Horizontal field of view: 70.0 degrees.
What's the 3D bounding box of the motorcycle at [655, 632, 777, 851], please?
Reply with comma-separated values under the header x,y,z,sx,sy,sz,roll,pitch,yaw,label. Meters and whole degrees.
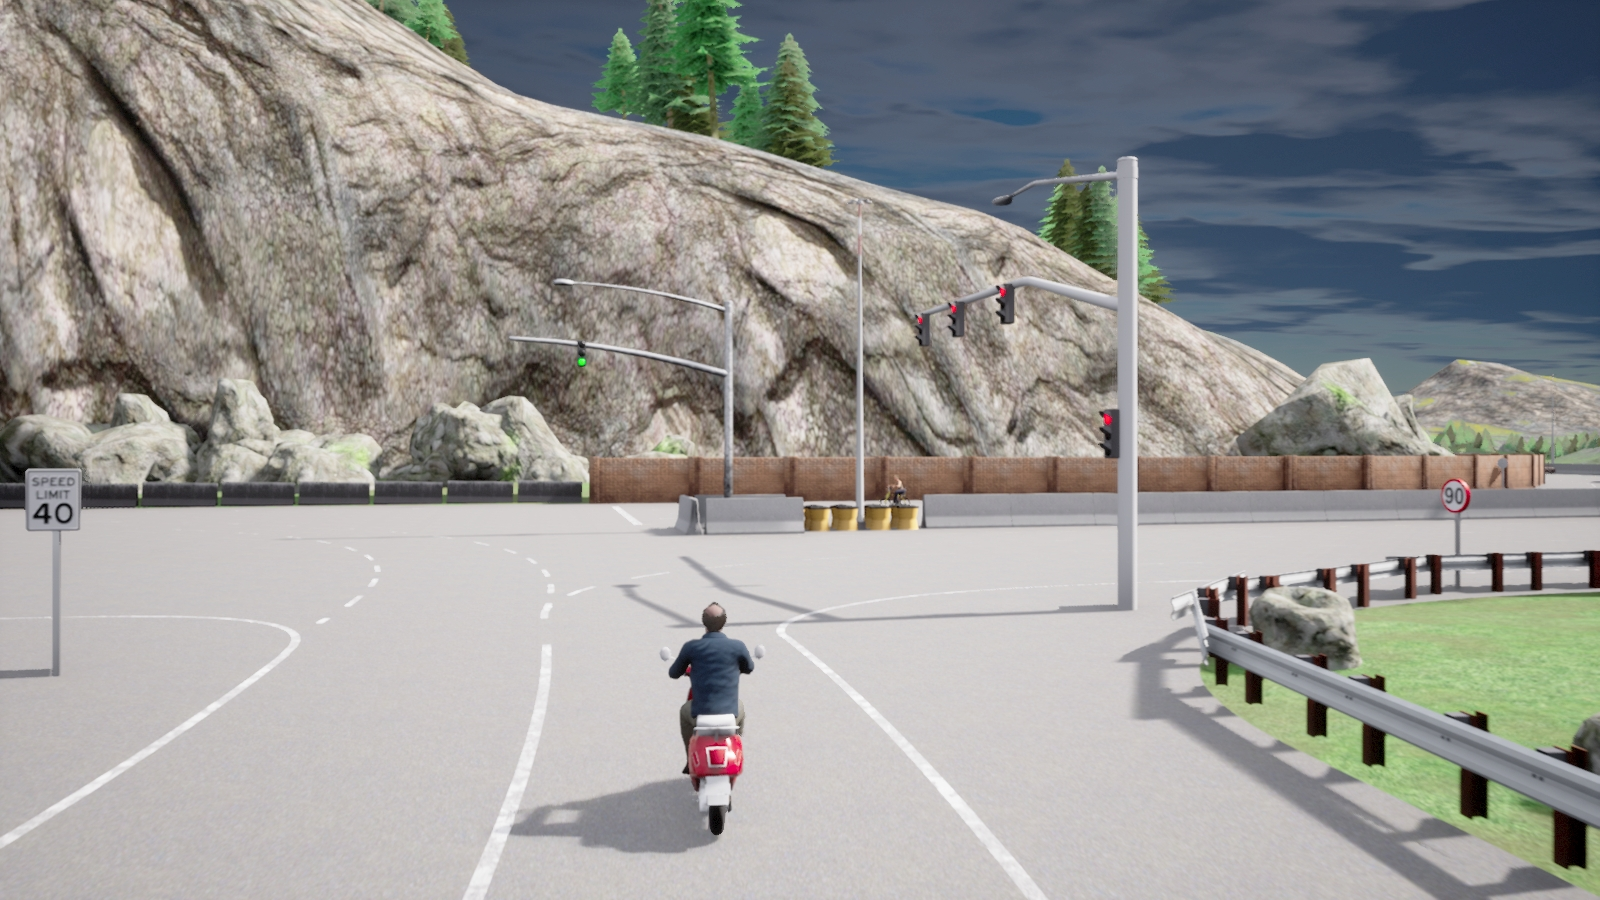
x,y,z,sx,sy,sz,roll,pitch,yaw,label
-0.683,2.179,8.902,0.856,1.236,1.805,0,0,-6,motorcycle
